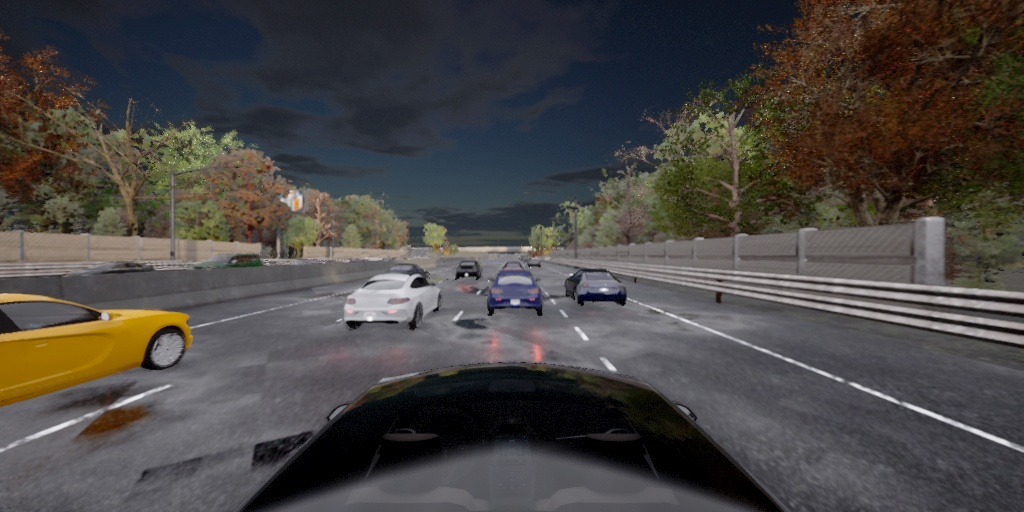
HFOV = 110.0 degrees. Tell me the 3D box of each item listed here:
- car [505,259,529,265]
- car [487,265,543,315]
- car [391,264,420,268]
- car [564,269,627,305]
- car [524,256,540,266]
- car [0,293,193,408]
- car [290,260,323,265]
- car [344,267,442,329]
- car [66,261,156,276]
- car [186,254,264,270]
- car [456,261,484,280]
[{"bbox_3d":[0.104,1.190,29.894,1.994,1.385,4.181,0,0,0],"label":"car"},{"bbox_3d":[0.101,1.224,13.195,1.812,1.442,4.674,0,0,0],"label":"car"},{"bbox_3d":[-6.900,1.200,23.559,2.033,1.411,5.357,0,0,0],"label":"car"},{"bbox_3d":[3.501,1.250,15.651,1.994,1.385,4.181,0,0,0],"label":"car"},{"bbox_3d":[3.501,1.072,58.297,1.994,1.385,4.181,0,0,0],"label":"car"},{"bbox_3d":[-6.899,1.214,4.616,1.882,1.535,5.008,0,0,0],"label":"car"},{"bbox_3d":[-17.594,1.115,30.376,2.128,1.511,4.902,0,0,0],"label":"car"},{"bbox_3d":[-3.398,1.234,10.893,1.812,1.442,4.674,0,0,0],"label":"car"},{"bbox_3d":[-28.096,1.151,25.315,1.837,1.490,4.892,0,0,0],"label":"car"},{"bbox_3d":[-21.098,0.863,26.667,2.150,2.045,5.566,0,0,0],"label":"car"},{"bbox_3d":[-3.399,1.134,29.200,1.837,1.490,4.892,0,0,0],"label":"car"}]
